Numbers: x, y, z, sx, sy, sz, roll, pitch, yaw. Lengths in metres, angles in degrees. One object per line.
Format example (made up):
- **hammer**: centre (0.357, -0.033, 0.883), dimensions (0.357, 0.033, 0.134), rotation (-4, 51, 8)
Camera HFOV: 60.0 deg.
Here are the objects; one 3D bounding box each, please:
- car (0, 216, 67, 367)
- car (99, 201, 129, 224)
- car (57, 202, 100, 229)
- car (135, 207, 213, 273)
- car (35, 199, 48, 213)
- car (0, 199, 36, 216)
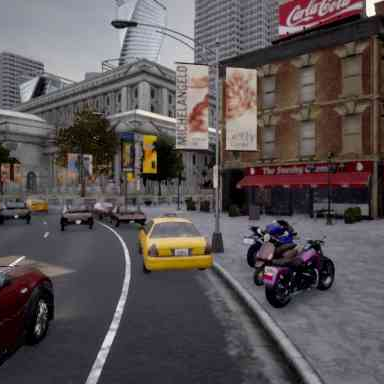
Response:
- **car**: centre (-3.229, 1.349, 3.501), dimensions (2.097, 1.767, 4.553), rotation (0, 0, -1)
- **car**: centre (-7.284, 1.511, 27.909), dimensions (2.002, 1.452, 4.674), rotation (0, 0, -31)
- **car**: centre (-7.477, 1.484, 21.276), dimensions (2.128, 1.511, 4.902), rotation (0, 0, -23)
- **car**: centre (-0.755, 1.454, 10.710), dimensions (1.801, 1.575, 5.366), rotation (0, 0, -11)
- **car**: centre (-17.068, 1.463, 35.685), dimensions (1.882, 1.535, 5.008), rotation (0, 0, -42)
- **car**: centre (-13.267, 1.481, 24.948), dimensions (2.128, 1.511, 4.902), rotation (0, 0, -30)
